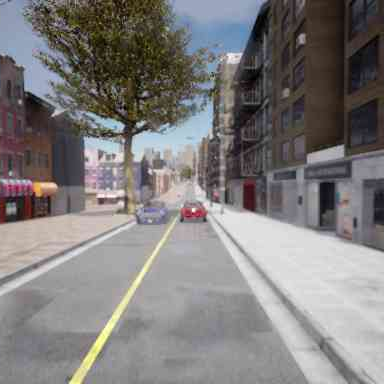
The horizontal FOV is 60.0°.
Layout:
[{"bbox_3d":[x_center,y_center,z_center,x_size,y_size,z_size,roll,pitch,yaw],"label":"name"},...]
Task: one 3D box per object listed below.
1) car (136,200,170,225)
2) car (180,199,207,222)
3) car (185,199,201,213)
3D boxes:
[{"bbox_3d":[-2.833,1.411,24.791,2.097,1.767,4.553,0,0,0],"label":"car"},{"bbox_3d":[0.113,1.427,27.149,2.097,1.767,4.553,0,0,0],"label":"car"},{"bbox_3d":[0.127,1.701,41.001,1.837,1.490,4.892,0,0,0],"label":"car"}]
